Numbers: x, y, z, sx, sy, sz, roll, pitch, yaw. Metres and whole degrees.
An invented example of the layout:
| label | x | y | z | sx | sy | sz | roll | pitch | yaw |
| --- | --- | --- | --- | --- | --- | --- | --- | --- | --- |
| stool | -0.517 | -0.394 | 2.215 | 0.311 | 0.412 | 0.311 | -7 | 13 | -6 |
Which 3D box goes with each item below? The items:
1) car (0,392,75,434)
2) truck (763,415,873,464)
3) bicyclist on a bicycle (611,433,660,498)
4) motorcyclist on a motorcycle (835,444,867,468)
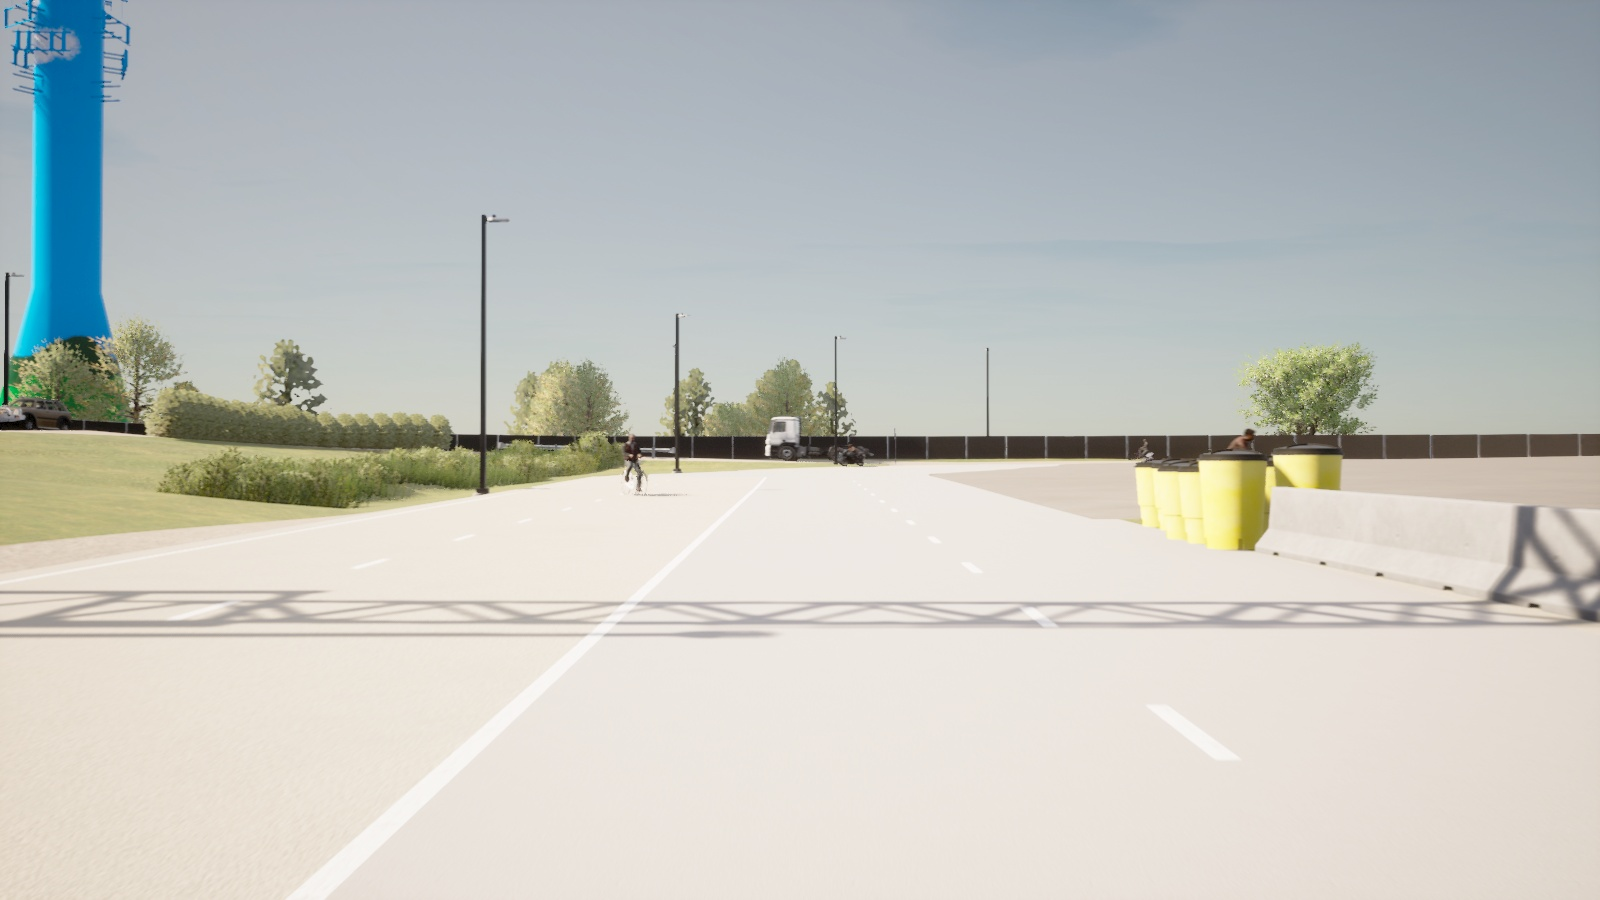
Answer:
| label | x | y | z | sx | sy | sz | roll | pitch | yaw |
| --- | --- | --- | --- | --- | --- | --- | --- | --- | --- |
| car | -39.262 | -1.839 | 63.875 | 1.932 | 1.855 | 4.605 | 0 | -2 | 2 |
| truck | 1.402 | -0.776 | 94.961 | 7.936 | 3.462 | 2.891 | 2 | -1 | 7 |
| bicyclist on a bicycle | -4.616 | 0.414 | 35.186 | 0.659 | 1.776 | 1.843 | 1 | 0 | -31 |
| motorcyclist on a motorcycle | 3.320 | 0.365 | 81.801 | 2.044 | 1.523 | 0.797 | -1 | 1 | -38 |
